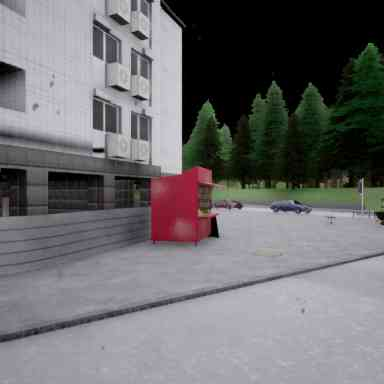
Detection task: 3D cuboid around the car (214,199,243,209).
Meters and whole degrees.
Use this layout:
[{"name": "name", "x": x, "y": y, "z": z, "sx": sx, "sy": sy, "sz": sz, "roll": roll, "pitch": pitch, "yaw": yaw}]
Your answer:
[{"name": "car", "x": 4.756, "y": 1.564, "z": 43.783, "sx": 1.994, "sy": 1.385, "sz": 4.181, "roll": 0, "pitch": 0, "yaw": -35}]

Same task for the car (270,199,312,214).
[{"name": "car", "x": 10.543, "y": 1.526, "z": 35.685, "sx": 1.812, "sy": 1.442, "sz": 4.674, "roll": 0, "pitch": 0, "yaw": -36}]
